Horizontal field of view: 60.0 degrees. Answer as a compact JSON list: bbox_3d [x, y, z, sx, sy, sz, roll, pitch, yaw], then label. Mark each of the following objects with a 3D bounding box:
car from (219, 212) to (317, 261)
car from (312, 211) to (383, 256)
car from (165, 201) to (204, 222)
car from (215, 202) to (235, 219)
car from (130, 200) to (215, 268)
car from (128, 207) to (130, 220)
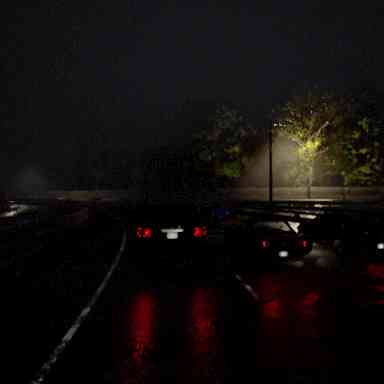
[{"bbox_3d":[2.570,1.651,12.532,1.895,1.301,4.718,0,0,-7],"label":"car"},{"bbox_3d":[5.968,1.550,13.466,1.837,1.490,4.892,0,0,-8],"label":"car"},{"bbox_3d":[-0.774,1.624,28.509,2.128,1.511,4.902,0,0,-16],"label":"car"},{"bbox_3d":[2.267,1.609,30.479,1.882,1.535,5.008,0,0,-17],"label":"car"},{"bbox_3d":[-0.843,1.279,11.714,2.150,2.045,5.566,0,0,-7],"label":"car"},{"bbox_3d":[-4.186,1.645,27.729,1.837,1.490,4.892,0,0,-16],"label":"car"}]
